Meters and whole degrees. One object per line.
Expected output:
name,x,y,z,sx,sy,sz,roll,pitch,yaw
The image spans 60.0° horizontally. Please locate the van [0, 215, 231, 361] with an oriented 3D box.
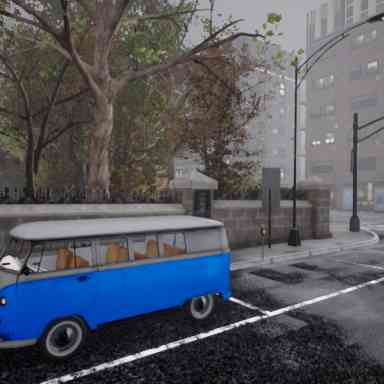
van,-1.188,1.342,5.642,3.998,1.788,1.690,0,1,-35
